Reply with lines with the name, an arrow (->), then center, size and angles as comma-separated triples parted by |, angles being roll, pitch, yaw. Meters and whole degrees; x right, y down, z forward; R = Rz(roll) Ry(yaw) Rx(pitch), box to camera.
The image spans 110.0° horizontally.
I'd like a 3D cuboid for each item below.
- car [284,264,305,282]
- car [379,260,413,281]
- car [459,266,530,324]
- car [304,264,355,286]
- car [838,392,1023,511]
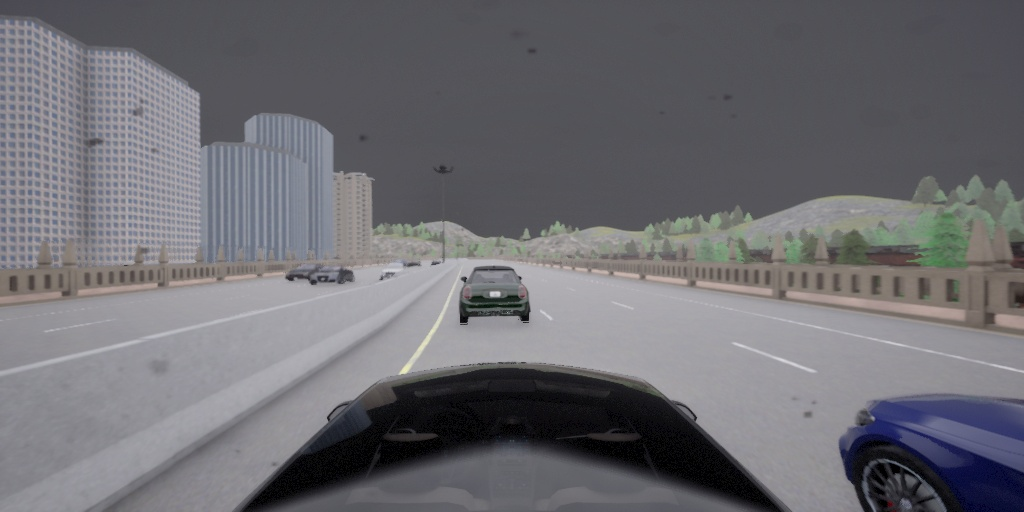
car -> -17.100, 1.367, 30.446 | 2.033, 1.411, 5.357 | 0, 0, -7
car -> -10.150, 1.316, 31.302 | 1.812, 1.442, 4.674 | 0, 0, -7
car -> -0.675, 1.104, 12.296 | 2.097, 1.767, 4.553 | 0, 0, -5
car -> -13.045, 1.367, 26.247 | 1.994, 1.385, 4.181 | 0, 0, -7
car -> 3.471, 1.261, 0.826 | 1.812, 1.442, 4.674 | 0, 0, 0
